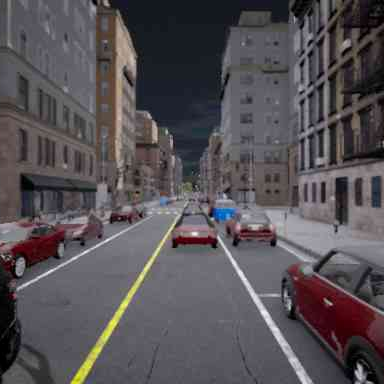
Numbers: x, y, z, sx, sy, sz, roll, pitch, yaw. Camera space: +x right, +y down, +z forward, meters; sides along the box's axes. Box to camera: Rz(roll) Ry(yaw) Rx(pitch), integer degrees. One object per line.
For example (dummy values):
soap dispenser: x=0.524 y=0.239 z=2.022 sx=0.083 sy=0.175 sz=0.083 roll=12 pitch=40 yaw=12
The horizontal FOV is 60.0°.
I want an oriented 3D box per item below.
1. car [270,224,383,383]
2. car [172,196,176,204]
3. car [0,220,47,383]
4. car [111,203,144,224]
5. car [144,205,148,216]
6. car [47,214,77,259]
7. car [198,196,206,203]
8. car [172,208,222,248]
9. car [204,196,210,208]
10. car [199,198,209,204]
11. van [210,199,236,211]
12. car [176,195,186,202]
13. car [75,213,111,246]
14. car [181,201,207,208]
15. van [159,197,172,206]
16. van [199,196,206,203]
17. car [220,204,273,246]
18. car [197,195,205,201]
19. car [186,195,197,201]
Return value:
car: x=2.637 y=1.475 z=4.774 sx=1.967 sy=1.590 sz=4.097 roll=0 pitch=0 yaw=0
car: x=-5.388 y=2.076 z=75.105 sx=1.947 sy=1.339 sz=4.313 roll=0 pitch=0 yaw=0
car: x=-2.848 y=1.231 z=1.213 sx=2.150 sy=2.045 sz=5.566 roll=0 pitch=0 yaw=0
car: x=-5.382 y=1.731 z=26.819 sx=1.887 sy=1.381 sz=4.507 roll=0 pitch=0 yaw=0
car: x=-5.381 y=1.790 z=32.329 sx=1.947 sy=1.339 sz=4.313 roll=0 pitch=0 yaw=0
car: x=-5.386 y=1.617 z=10.286 sx=1.887 sy=1.381 sz=4.507 roll=0 pitch=0 yaw=0
car: x=2.706 y=1.933 z=91.325 sx=2.192 sy=1.841 sz=5.009 roll=0 pitch=0 yaw=0
car: x=0.105 y=1.673 z=15.451 sx=1.994 sy=1.385 sz=4.181 roll=0 pitch=0 yaw=0
car: x=2.644 y=1.540 z=32.330 sx=2.192 sy=1.841 sz=5.009 roll=0 pitch=0 yaw=0
car: x=2.717 y=2.061 z=75.104 sx=2.008 sy=1.369 sz=4.403 roll=0 pitch=0 yaw=0
van: x=2.643 y=1.528 z=26.818 sx=1.690 sy=1.788 sz=3.998 roll=0 pitch=0 yaw=0
car: x=-2.729 y=2.111 z=92.227 sx=1.837 sy=1.490 sz=4.892 roll=0 pitch=0 yaw=0
car: x=-5.385 y=1.693 z=15.797 sx=1.802 sy=1.307 sz=4.206 roll=0 pitch=0 yaw=0
car: x=0.106 y=1.776 z=30.493 sx=1.994 sy=1.385 sz=4.181 roll=0 pitch=0 yaw=0
van: x=-5.393 y=1.779 z=64.294 sx=1.690 sy=1.788 sz=3.998 roll=0 pitch=0 yaw=0
van: x=2.709 y=1.923 z=85.918 sx=1.690 sy=1.788 sz=3.998 roll=0 pitch=0 yaw=0
car: x=2.640 y=1.552 z=15.796 sx=1.967 sy=1.590 sz=4.097 roll=0 pitch=0 yaw=0
car: x=2.720 y=1.790 z=69.700 sx=2.192 sy=1.841 sz=5.009 roll=0 pitch=0 yaw=0
car: x=0.020 y=1.925 z=84.919 sx=1.837 sy=1.490 sz=4.892 roll=0 pitch=0 yaw=0
